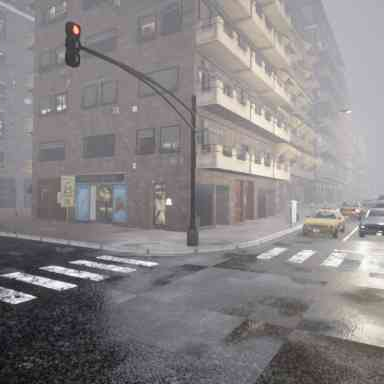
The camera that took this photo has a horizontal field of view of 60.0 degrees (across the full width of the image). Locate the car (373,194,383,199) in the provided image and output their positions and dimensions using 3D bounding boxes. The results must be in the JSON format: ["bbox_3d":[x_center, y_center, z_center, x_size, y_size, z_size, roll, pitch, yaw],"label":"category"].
[{"bbox_3d":[20.781,1.246,35.158,2.150,2.045,5.566,0,0,32],"label":"car"}]

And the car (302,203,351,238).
[{"bbox_3d":[7.193,1.535,17.918,1.752,1.417,4.829,1,1,31],"label":"car"}]

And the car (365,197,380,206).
[{"bbox_3d":[30.805,1.592,56.591,2.008,1.369,4.403,1,1,31],"label":"car"}]

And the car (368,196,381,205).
[{"bbox_3d":[33.747,1.486,61.406,1.967,1.590,4.097,1,1,31],"label":"car"}]

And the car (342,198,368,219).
[{"bbox_3d":[13.163,1.457,27.695,1.967,1.590,4.097,1,1,31],"label":"car"}]

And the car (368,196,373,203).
[{"bbox_3d":[24.924,1.577,46.959,1.887,1.381,4.507,1,1,31],"label":"car"}]

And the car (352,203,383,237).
[{"bbox_3d":[9.991,1.559,17.561,2.033,1.411,5.357,0,0,31],"label":"car"}]

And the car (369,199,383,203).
[{"bbox_3d":[15.159,1.543,26.010,1.812,1.442,4.674,0,0,32],"label":"car"}]
